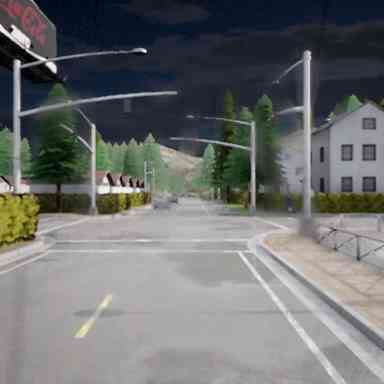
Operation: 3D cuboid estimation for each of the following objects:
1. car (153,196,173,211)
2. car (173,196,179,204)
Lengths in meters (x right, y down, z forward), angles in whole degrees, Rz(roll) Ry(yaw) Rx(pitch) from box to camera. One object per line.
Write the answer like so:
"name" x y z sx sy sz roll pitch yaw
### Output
"car" -3.593 1.482 40.209 1.812 1.442 4.674 0 0 0
"car" -3.512 1.444 61.164 1.837 1.490 4.892 0 0 0
